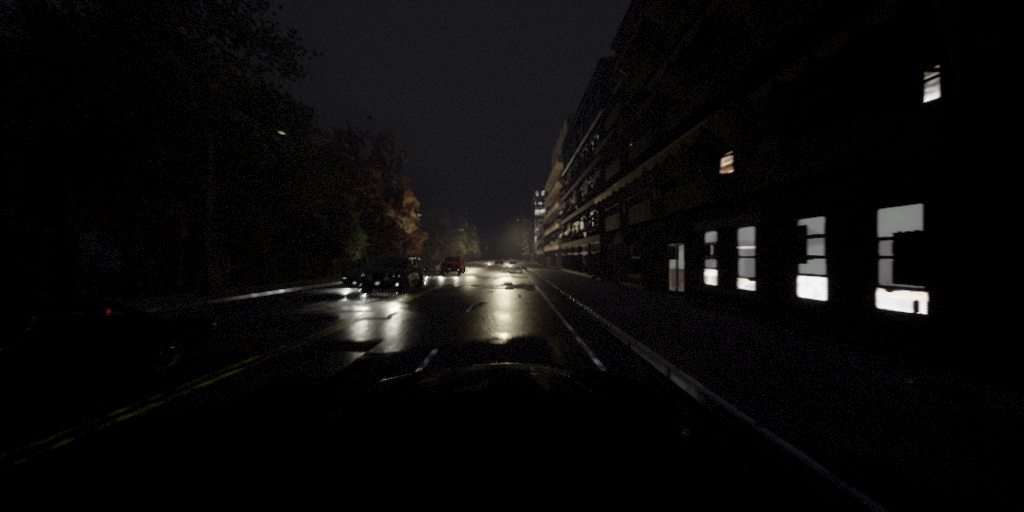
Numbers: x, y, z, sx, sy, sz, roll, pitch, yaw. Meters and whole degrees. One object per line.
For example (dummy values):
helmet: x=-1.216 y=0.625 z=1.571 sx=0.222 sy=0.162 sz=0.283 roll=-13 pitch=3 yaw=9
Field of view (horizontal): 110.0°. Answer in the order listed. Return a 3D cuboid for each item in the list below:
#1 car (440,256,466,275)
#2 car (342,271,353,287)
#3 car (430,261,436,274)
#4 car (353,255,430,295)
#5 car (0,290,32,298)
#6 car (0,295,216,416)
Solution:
car: x=-6.462 y=1.015 z=39.828 sx=2.150 sy=2.045 sz=5.566 roll=0 pitch=0 yaw=0
car: x=-9.756 y=1.299 z=24.942 sx=2.033 sy=1.411 sz=5.357 roll=0 pitch=0 yaw=1
car: x=-9.716 y=1.267 z=39.565 sx=1.882 sy=1.535 sz=5.008 roll=0 pitch=0 yaw=0
car: x=-6.549 y=0.979 z=20.255 sx=2.150 sy=2.045 sz=5.566 roll=0 pitch=0 yaw=0
car: x=-9.850 y=1.254 z=5.691 sx=2.033 sy=1.411 sz=5.357 roll=0 pitch=0 yaw=0
car: x=-6.599 y=1.322 z=4.603 sx=1.895 sy=1.301 sz=4.718 roll=0 pitch=0 yaw=0
